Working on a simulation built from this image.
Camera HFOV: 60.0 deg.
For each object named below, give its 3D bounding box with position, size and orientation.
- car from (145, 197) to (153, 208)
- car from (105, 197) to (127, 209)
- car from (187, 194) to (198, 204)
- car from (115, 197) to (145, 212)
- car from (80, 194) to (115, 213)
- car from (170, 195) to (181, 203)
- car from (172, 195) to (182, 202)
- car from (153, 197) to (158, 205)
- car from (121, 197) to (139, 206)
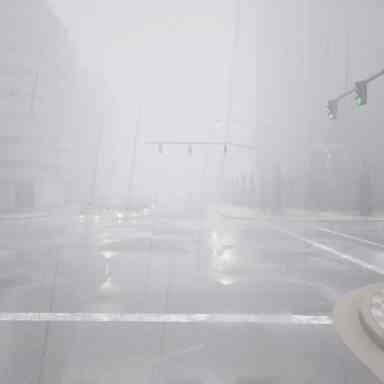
[{"bbox_3d":[-7.027,1.526,47.064,1.812,1.442,4.674,0,0,0],"label":"car"},{"bbox_3d":[-10.531,1.477,46.438,1.882,1.535,5.008,0,0,0],"label":"car"},{"bbox_3d":[0.096,1.547,66.100,2.033,1.411,5.357,0,0,0],"label":"car"},{"bbox_3d":[-7.045,1.352,38.080,2.097,1.767,4.553,0,0,0],"label":"car"},{"bbox_3d":[-10.546,1.221,36.736,2.150,2.045,5.566,0,0,0],"label":"car"},{"bbox_3d":[-3.404,1.505,66.674,1.837,1.490,4.892,0,0,0],"label":"car"},{"bbox_3d":[-3.390,1.494,76.002,2.128,1.511,4.902,0,0,0],"label":"car"},{"bbox_3d":[-7.001,1.564,56.943,1.994,1.385,4.181,0,0,0],"label":"car"},{"bbox_3d":[-10.501,1.547,56.771,2.033,1.411,5.357,0,0,0],"label":"car"}]
